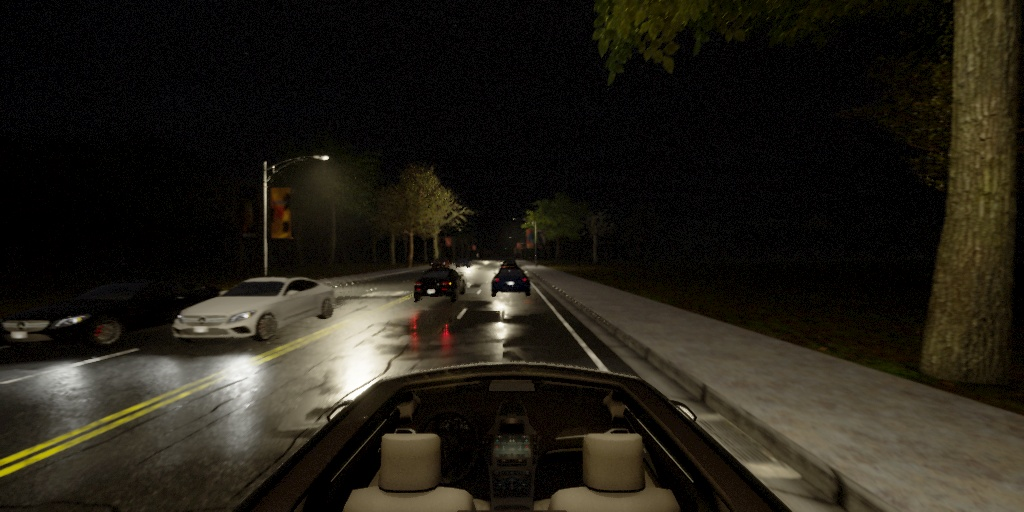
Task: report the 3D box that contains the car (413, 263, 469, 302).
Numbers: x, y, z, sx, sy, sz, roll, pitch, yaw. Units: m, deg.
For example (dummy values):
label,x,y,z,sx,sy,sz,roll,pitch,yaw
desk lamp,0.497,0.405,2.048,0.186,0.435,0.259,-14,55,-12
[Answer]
label,x,y,z,sx,sy,sz,roll,pitch,yaw
car,-3.305,1.258,16.817,1.812,1.442,4.674,0,0,-1

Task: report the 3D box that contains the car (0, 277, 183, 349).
label,x,y,z,sx,sy,sz,roll,pitch,yaw
car,-9.903,1.316,9.507,1.812,1.442,4.674,0,0,-1

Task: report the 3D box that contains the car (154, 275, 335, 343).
label,x,y,z,sx,sy,sz,roll,pitch,yaw
car,-6.657,1.295,9.960,1.812,1.442,4.674,0,0,-1

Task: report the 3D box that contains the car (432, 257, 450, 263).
label,x,y,z,sx,sy,sz,roll,pitch,yaw
car,-10.268,0.978,51.655,2.097,1.767,4.553,0,0,-1

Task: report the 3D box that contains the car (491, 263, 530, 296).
label,x,y,z,sx,sy,sz,roll,pitch,yaw
car,-0.072,1.271,19.175,1.994,1.385,4.181,0,0,-1

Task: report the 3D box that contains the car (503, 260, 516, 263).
label,x,y,z,sx,sy,sz,roll,pitch,yaw
car,-0.261,1.176,37.087,1.837,1.490,4.892,0,0,-1

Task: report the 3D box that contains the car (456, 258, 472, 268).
label,x,y,z,sx,sy,sz,roll,pitch,yaw
car,-7.017,1.014,51.660,1.812,1.442,4.674,0,0,-1
